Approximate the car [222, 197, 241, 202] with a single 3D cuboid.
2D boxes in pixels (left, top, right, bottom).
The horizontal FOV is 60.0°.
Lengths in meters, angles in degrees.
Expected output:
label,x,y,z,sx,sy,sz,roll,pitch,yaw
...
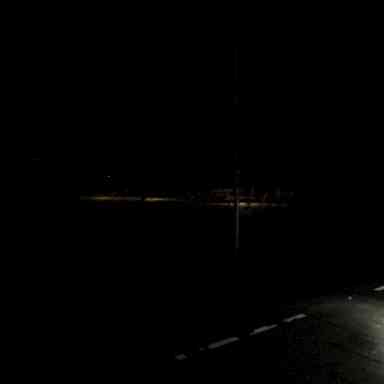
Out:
label,x,y,z,sx,sy,sz,roll,pitch,yaw
car,9.675,2.044,82.504,2.033,1.411,5.357,-1,1,-36
